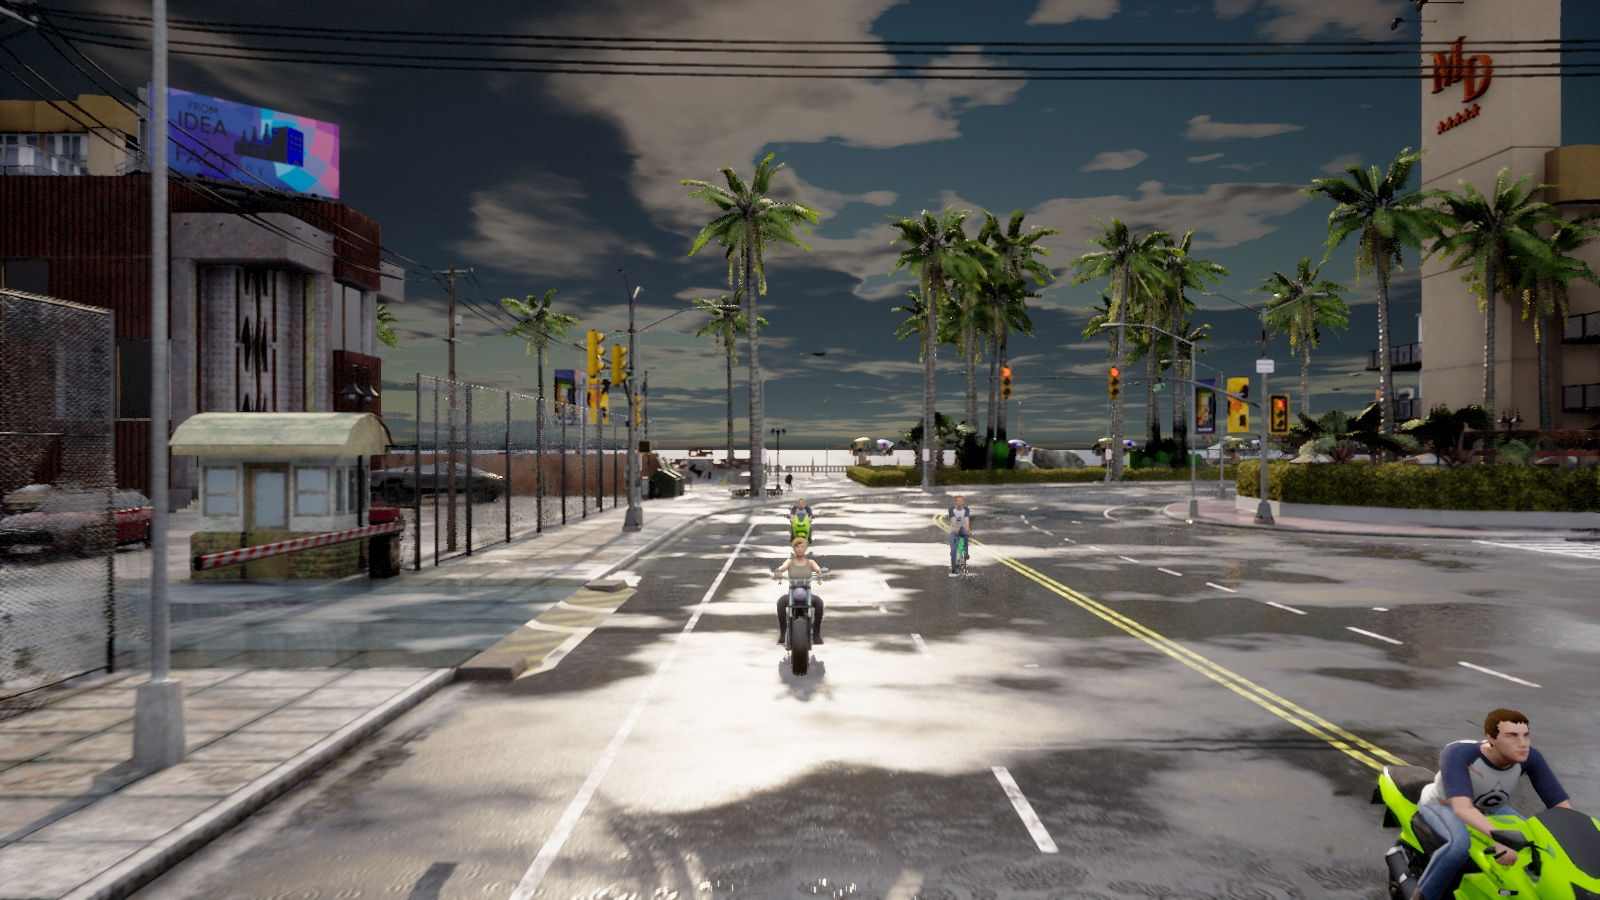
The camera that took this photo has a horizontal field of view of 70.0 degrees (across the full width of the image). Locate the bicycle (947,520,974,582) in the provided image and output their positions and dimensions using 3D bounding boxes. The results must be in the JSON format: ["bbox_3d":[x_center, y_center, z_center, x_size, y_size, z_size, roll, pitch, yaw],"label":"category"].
[{"bbox_3d":[3.526,2.206,25.144,0.373,1.196,1.643,0,0,0],"label":"bicycle"}]

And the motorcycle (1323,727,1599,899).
[{"bbox_3d":[3.498,2.213,5.752,0.803,1.145,2.033,0,0,0],"label":"motorcycle"}]

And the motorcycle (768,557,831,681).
[{"bbox_3d":[-0.002,2.170,15.078,0.764,1.277,2.356,0,0,0],"label":"motorcycle"}]

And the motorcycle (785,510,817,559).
[{"bbox_3d":[0.029,2.213,30.347,0.803,1.145,2.033,0,0,0],"label":"motorcycle"}]
